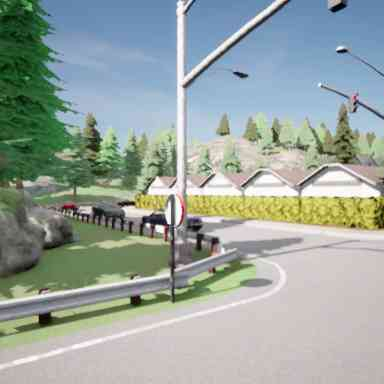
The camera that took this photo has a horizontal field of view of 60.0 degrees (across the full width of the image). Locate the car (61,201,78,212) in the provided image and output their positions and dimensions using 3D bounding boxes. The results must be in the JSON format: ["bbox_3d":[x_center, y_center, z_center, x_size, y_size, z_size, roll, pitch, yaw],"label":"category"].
[{"bbox_3d":[-15.404,1.769,41.739,1.895,1.301,4.718,0,0,-21],"label":"car"}]

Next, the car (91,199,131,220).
[{"bbox_3d":[-7.565,1.680,29.829,1.837,1.490,4.892,0,0,-35],"label":"car"}]

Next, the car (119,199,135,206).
[{"bbox_3d":[-10.829,1.744,53.442,1.895,1.301,4.718,0,0,33],"label":"car"}]

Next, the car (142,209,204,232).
[{"bbox_3d":[-1.311,1.776,20.904,1.895,1.301,4.718,0,0,-35],"label":"car"}]
